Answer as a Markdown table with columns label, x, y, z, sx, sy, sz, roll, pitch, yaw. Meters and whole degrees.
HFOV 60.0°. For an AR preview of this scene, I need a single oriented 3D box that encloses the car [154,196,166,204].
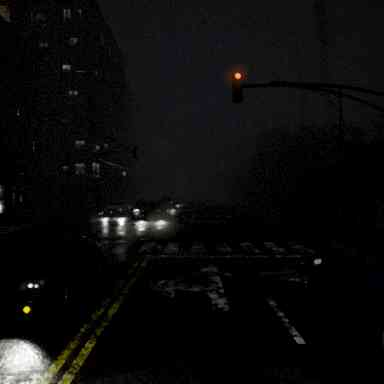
| label | x | y | z | sx | sy | sz | roll | pitch | yaw |
| --- | --- | --- | --- | --- | --- | --- | --- | --- | --- |
| car | -6.472 | 1.572 | 67.864 | 2.033 | 1.411 | 5.357 | 0 | 0 | 0 |

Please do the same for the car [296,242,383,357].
| label | x | y | z | sx | sy | sz | roll | pitch | yaw |
| --- | --- | --- | --- | --- | --- | --- | --- | --- | --- |
| car | 3.355 | 1.547 | 5.374 | 2.033 | 1.411 | 5.357 | 0 | 0 | 0 |

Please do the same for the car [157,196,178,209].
| label | x | y | z | sx | sy | sz | roll | pitch | yaw |
| --- | --- | --- | --- | --- | --- | --- | --- | --- | --- |
| car | -3.321 | 1.361 | 44.768 | 2.097 | 1.767 | 4.553 | 0 | 0 | 0 |

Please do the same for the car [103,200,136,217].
| label | x | y | z | sx | sy | sz | roll | pitch | yaw |
| --- | --- | --- | --- | --- | --- | --- | --- | --- | --- |
| car | -6.921 | 1.534 | 31.722 | 1.812 | 1.442 | 4.674 | 0 | 0 | 5 |

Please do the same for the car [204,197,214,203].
| label | x | y | z | sx | sy | sz | roll | pitch | yaw |
| --- | --- | --- | --- | --- | --- | --- | --- | --- | --- |
| car | 3.394 | 1.625 | 68.435 | 1.895 | 1.301 | 4.718 | 0 | 0 | 0 |

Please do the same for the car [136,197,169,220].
| label | x | y | z | sx | sy | sz | roll | pitch | yaw |
| --- | --- | --- | --- | --- | --- | --- | --- | --- | --- |
| car | -3.336 | 1.497 | 28.992 | 1.882 | 1.535 | 5.008 | 0 | 0 | 0 |

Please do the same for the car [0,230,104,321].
| label | x | y | z | sx | sy | sz | roll | pitch | yaw |
| --- | --- | --- | --- | --- | --- | --- | --- | --- | --- |
| car | -3.348 | 1.564 | 7.282 | 1.994 | 1.385 | 4.181 | 0 | 0 | 0 |

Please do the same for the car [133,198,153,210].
| label | x | y | z | sx | sy | sz | roll | pitch | yaw |
| --- | --- | --- | --- | --- | --- | --- | --- | --- | --- |
| car | -6.569 | 1.573 | 44.838 | 1.994 | 1.385 | 4.181 | 0 | 0 | 0 |

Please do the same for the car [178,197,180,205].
| label | x | y | z | sx | sy | sz | roll | pitch | yaw |
| --- | --- | --- | --- | --- | --- | --- | --- | --- | --- |
| car | -3.277 | 1.497 | 61.380 | 1.882 | 1.535 | 5.008 | 0 | 0 | 0 |
